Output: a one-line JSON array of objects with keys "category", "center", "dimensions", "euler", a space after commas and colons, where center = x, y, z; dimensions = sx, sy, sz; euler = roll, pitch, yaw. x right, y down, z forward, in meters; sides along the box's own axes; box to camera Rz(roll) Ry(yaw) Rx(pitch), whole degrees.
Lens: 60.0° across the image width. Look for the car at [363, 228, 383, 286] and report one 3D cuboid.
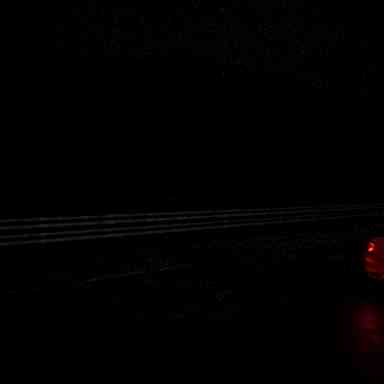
[{"category": "car", "center": [6.263, 1.352, 8.222], "dimensions": [4.553, 1.767, 2.097], "euler": [0, 0, -35]}]
